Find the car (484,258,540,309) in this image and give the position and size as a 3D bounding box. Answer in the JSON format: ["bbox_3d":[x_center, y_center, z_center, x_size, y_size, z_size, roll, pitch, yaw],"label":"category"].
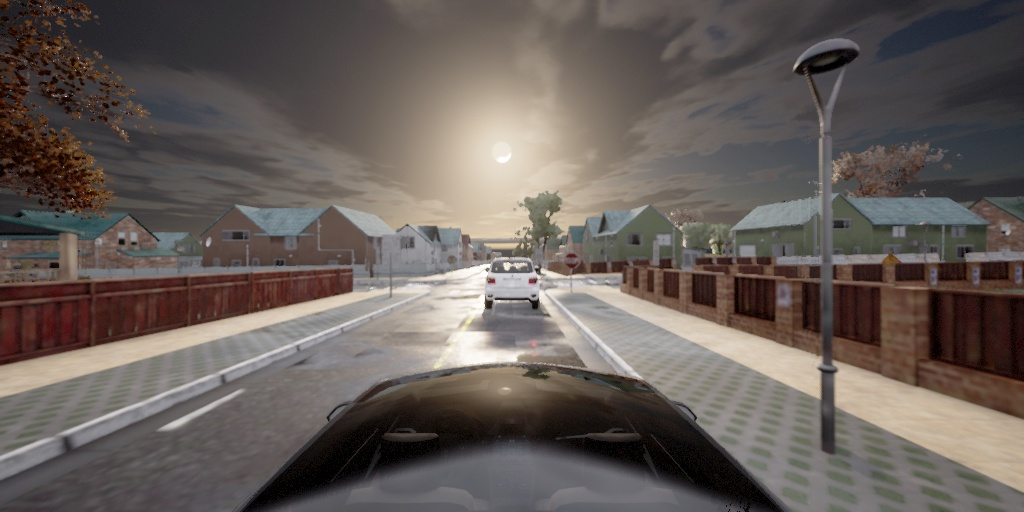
[{"bbox_3d":[-0.007,1.096,15.863,2.150,2.045,5.566,0,0,0],"label":"car"}]

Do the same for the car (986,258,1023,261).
[{"bbox_3d":[36.732,0.889,26.364,5.357,1.411,2.033,-1,1,0],"label":"car"}]

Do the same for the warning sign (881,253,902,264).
[{"bbox_3d":[25.178,0.715,23.791,1.060,1.860,1.300,0,0,0],"label":"warning sign"}]
